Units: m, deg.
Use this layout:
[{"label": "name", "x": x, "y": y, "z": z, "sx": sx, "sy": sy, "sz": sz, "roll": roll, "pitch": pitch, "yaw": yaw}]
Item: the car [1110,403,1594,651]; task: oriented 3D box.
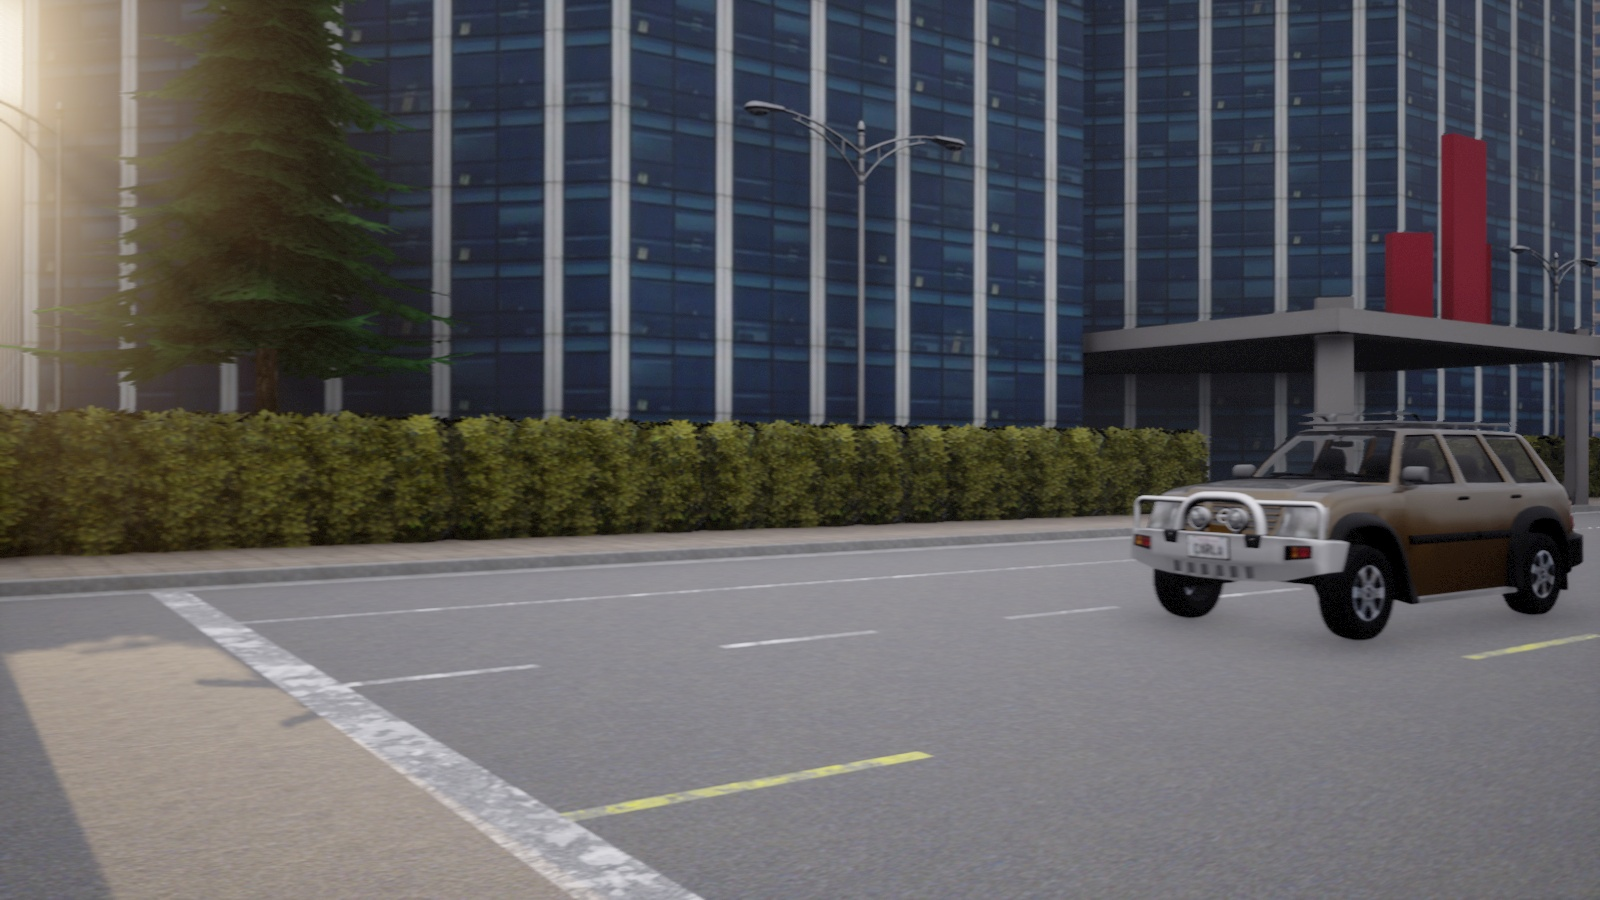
[{"label": "car", "x": 5.159, "y": 0.579, "z": 11.512, "sx": 4.605, "sy": 1.855, "sz": 1.932, "roll": 0, "pitch": 0, "yaw": -35}]
